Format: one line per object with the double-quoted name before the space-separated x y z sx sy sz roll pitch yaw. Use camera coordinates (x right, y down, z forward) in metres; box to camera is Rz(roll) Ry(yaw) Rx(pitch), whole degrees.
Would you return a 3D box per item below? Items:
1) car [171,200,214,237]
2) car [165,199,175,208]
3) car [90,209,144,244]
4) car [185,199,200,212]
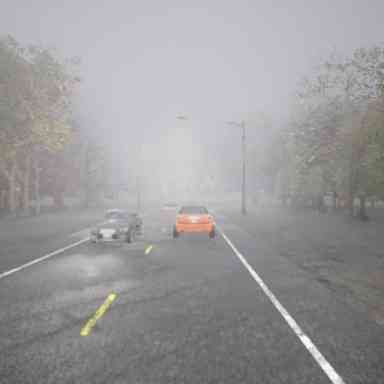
"car" 0.099 1.484 18.960 2.097 1.767 4.553 0 0 0
"car" -3.525 1.962 57.685 1.994 1.385 4.181 0 0 1
"car" -3.596 1.608 16.574 2.128 1.511 4.902 0 0 0
"car" 0.100 1.782 43.689 1.882 1.535 5.008 0 0 0
